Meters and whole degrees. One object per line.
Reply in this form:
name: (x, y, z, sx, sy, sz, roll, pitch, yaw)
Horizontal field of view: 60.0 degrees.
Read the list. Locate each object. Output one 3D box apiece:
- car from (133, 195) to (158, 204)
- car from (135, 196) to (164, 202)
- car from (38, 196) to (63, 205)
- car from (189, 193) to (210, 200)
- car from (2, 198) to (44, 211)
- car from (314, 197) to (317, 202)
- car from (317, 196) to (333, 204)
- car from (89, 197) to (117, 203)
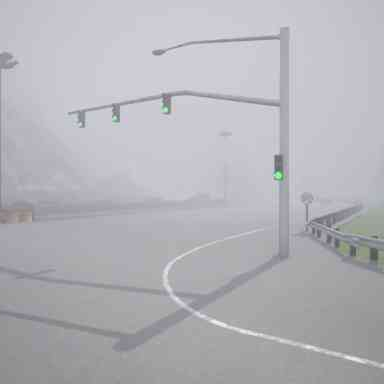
car: (-8.643, 1.412, 62.361, 2.128, 1.511, 4.902, 0, 0, 28)
car: (-5.763, 1.432, 46.756, 2.128, 1.511, 4.902, 0, 0, 32)
car: (-19.677, 1.268, 44.397, 2.097, 1.767, 4.553, 0, 0, 32)
car: (1.378, 1.162, 58.871, 2.150, 2.045, 5.566, 0, 0, 26)
car: (-16.218, 1.501, 30.288, 1.994, 1.385, 4.181, 0, 0, 33)
car: (28.159, 1.520, 72.898, 2.033, 1.411, 5.357, 0, 0, 7)
car: (25.604, 1.549, 63.310, 1.994, 1.385, 4.181, 0, 0, 16)
car: (-10.791, 1.540, 38.800, 1.895, 1.301, 4.718, 0, 0, 33)
